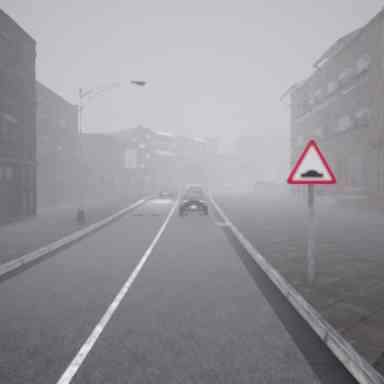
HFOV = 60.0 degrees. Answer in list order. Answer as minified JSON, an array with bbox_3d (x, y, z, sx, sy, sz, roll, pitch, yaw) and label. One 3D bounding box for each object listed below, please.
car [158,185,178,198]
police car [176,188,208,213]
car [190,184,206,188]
[{"bbox_3d":[-2.771,-0.100,39.508,2.128,1.511,4.902,0,3,5],"label":"car"},{"bbox_3d":[0.103,0.730,24.228,2.038,1.542,4.974,0,2,0],"label":"police car"},{"bbox_3d":[0.707,-0.248,42.295,2.163,1.488,4.792,0,3,8],"label":"car"}]
